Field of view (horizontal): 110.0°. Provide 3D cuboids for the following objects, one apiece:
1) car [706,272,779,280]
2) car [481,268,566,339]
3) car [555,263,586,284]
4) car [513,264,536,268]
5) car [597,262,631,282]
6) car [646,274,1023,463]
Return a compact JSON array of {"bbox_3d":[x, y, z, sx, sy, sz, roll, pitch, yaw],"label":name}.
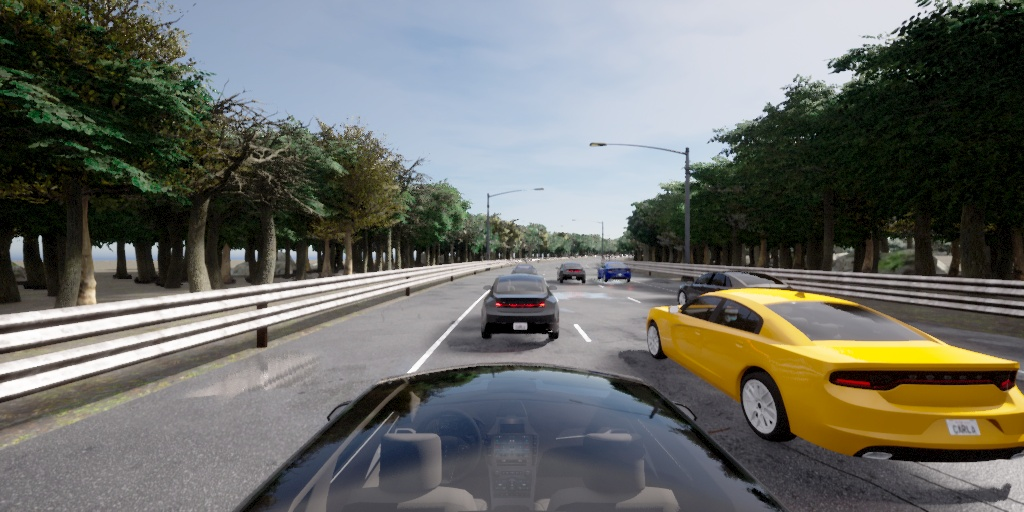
[{"bbox_3d":[7.268,1.254,11.991,1.837,1.490,4.892,0,0,2],"label":"car"},{"bbox_3d":[0.225,1.254,10.065,1.837,1.490,4.892,0,0,1],"label":"car"},{"bbox_3d":[4.459,1.254,27.356,1.837,1.490,4.892,0,0,3],"label":"car"},{"bbox_3d":[0.961,1.313,27.489,1.994,1.385,4.181,0,0,3],"label":"car"},{"bbox_3d":[8.043,1.226,28.591,1.882,1.535,5.008,0,0,4],"label":"car"},{"bbox_3d":[3.652,1.227,5.363,1.882,1.535,5.008,0,0,0],"label":"car"}]
